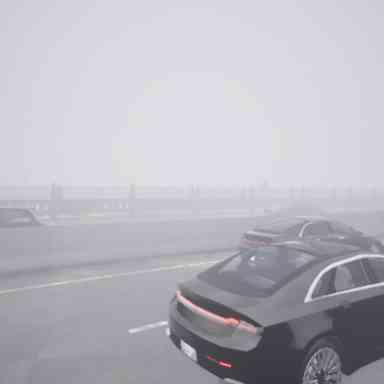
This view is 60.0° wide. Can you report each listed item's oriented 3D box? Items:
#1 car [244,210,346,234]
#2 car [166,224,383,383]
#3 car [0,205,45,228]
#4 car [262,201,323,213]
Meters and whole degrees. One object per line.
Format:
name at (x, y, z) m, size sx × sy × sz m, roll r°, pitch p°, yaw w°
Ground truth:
car at (3.639, 1.472, 9.886) m, size 4.892 × 1.490 × 1.837 m, roll 0°, pitch 0°, yaw -30°
car at (2.009, 1.475, 4.856) m, size 4.902 × 1.511 × 2.128 m, roll 0°, pitch 0°, yaw -32°
car at (-7.448, 1.286, 11.390) m, size 4.553 × 1.767 × 2.097 m, roll 0°, pitch 0°, yaw -34°
car at (8.630, 1.454, 28.090) m, size 5.357 × 1.411 × 2.033 m, roll 0°, pitch 0°, yaw -22°
